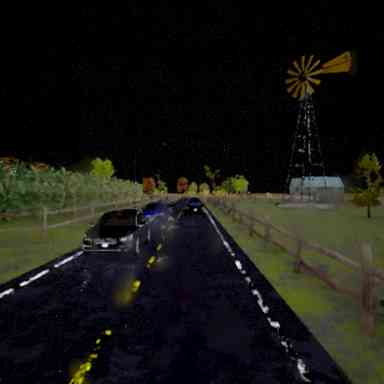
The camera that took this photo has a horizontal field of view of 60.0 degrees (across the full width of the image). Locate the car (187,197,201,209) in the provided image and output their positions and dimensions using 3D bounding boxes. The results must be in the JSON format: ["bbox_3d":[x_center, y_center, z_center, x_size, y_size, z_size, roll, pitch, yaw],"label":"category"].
[{"bbox_3d":[0.338,1.475,45.311,1.812,1.442,4.674,0,0,1],"label":"car"}]

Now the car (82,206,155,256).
[{"bbox_3d":[-2.767,1.478,13.076,1.837,1.490,4.892,0,0,0],"label":"car"}]

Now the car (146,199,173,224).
[{"bbox_3d":[-2.597,1.487,24.133,1.812,1.442,4.674,0,0,0],"label":"car"}]

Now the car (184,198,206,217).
[{"bbox_3d":[0.279,1.523,30.829,1.994,1.385,4.181,0,0,0],"label":"car"}]

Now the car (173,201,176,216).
[{"bbox_3d":[-2.546,1.443,32.176,2.128,1.511,4.902,0,0,0],"label":"car"}]
